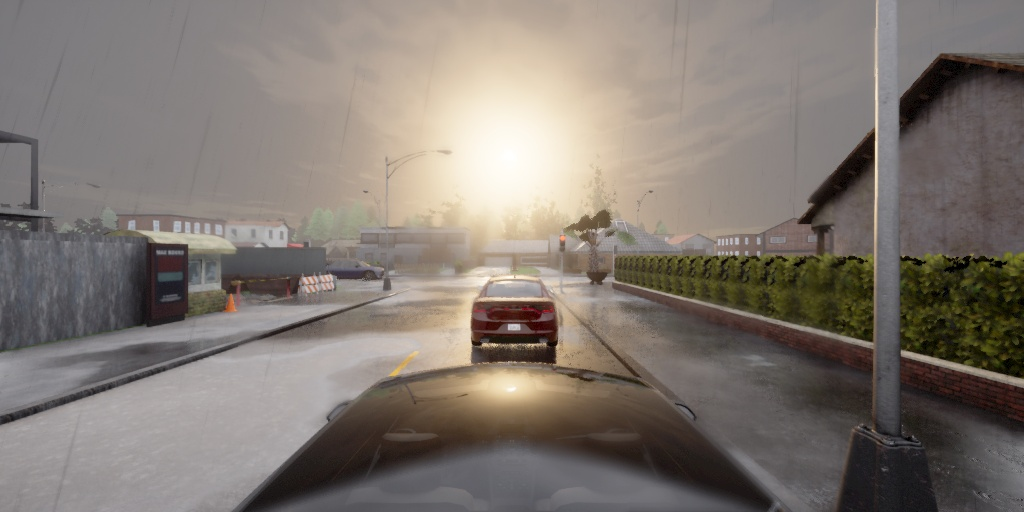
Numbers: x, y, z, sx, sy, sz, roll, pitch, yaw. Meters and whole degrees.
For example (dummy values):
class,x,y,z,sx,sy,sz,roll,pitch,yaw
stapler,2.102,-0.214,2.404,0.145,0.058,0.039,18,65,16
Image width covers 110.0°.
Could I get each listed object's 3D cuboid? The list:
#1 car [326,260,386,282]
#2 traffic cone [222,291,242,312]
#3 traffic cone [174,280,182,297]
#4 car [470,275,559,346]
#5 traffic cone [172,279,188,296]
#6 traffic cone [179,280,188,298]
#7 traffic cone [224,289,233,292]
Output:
class,x,y,z,sx,sy,sz,roll,pitch,yaw
car,-12.354,1.102,28.497,4.553,1.767,2.097,0,0,0
traffic cone,-9.621,1.598,12.266,0.344,0.586,0.344,0,0,0
traffic cone,-15.771,1.558,17.223,0.344,0.586,0.344,0,0,0
car,0.079,1.228,9.422,1.882,1.535,5.008,0,0,1
traffic cone,-16.806,1.582,18.227,0.344,0.586,0.344,0,0,0
traffic cone,-15.203,1.561,16.859,0.344,0.586,0.344,0,0,0
traffic cone,-10.339,1.568,12.789,0.344,0.586,0.344,0,0,0
